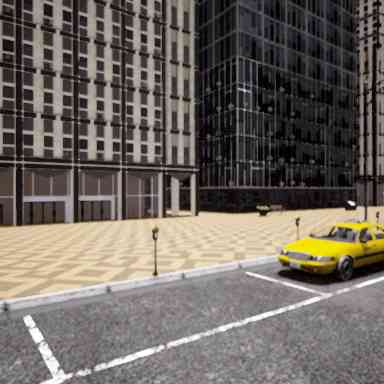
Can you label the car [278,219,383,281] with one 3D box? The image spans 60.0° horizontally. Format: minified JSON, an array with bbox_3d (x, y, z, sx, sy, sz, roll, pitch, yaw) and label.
[{"bbox_3d":[4.563,1.496,9.758,4.829,1.417,1.752,0,0,-35],"label":"car"}]
